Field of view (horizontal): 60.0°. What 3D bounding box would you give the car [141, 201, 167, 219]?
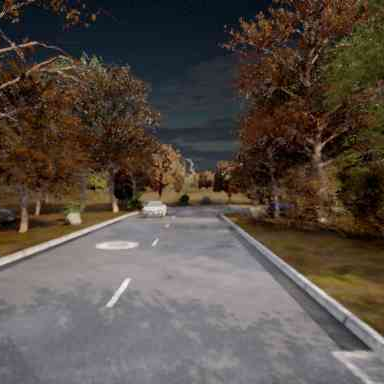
[{"bbox_3d":[-3.272,1.492,29.382,1.812,1.442,4.674,0,0,3],"label":"car"}]
